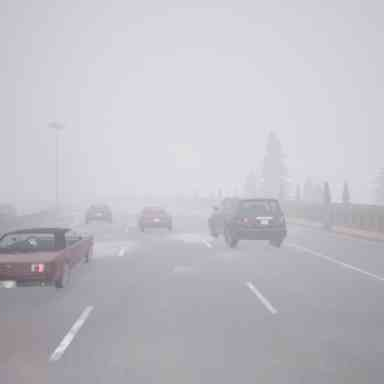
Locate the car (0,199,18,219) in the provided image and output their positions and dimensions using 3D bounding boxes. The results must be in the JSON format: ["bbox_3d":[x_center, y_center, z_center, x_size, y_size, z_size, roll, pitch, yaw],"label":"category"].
[{"bbox_3d":[-14.307,1.562,24.525,1.882,1.535,5.008,0,0,-17],"label":"car"}]

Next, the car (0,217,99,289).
[{"bbox_3d":[-4.005,1.617,9.073,1.895,1.301,4.718,0,0,-6],"label":"car"}]

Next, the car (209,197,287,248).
[{"bbox_3d":[2.285,1.216,14.953,2.150,2.045,5.566,0,0,-9],"label":"car"}]

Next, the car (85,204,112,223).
[{"bbox_3d":[-7.326,1.616,26.183,1.994,1.385,4.181,0,0,-15],"label":"car"}]

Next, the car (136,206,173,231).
[{"bbox_3d":[-2.439,1.585,21.036,1.994,1.385,4.181,0,0,-12],"label":"car"}]
